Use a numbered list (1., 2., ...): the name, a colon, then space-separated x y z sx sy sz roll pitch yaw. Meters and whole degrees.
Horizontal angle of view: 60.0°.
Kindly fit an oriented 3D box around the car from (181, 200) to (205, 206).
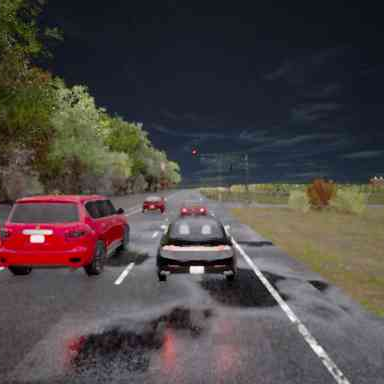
1. car: 0.087 1.262 25.336 1.895 1.301 4.718 0 1 0

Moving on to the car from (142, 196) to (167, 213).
1. car: -3.413 1.065 30.878 1.882 1.535 5.008 0 1 0

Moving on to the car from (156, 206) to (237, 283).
1. car: 0.095 1.367 9.289 2.128 1.511 4.902 0 1 0

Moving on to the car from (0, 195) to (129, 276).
1. car: -3.404 1.088 10.009 2.150 2.045 5.566 0 1 0
